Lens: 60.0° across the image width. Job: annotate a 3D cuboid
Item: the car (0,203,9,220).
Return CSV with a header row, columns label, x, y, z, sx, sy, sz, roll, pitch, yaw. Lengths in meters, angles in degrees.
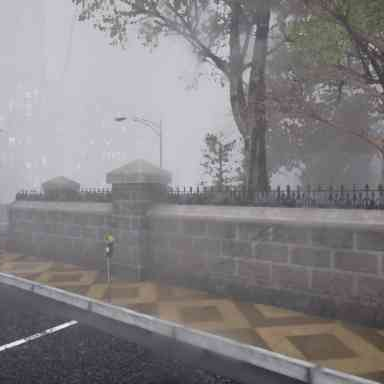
label,x,y,z,sx,sy,sz,roll,pitch,yaw
car,-16.401,1.695,27.438,1.837,1.490,4.892,0,-1,35
